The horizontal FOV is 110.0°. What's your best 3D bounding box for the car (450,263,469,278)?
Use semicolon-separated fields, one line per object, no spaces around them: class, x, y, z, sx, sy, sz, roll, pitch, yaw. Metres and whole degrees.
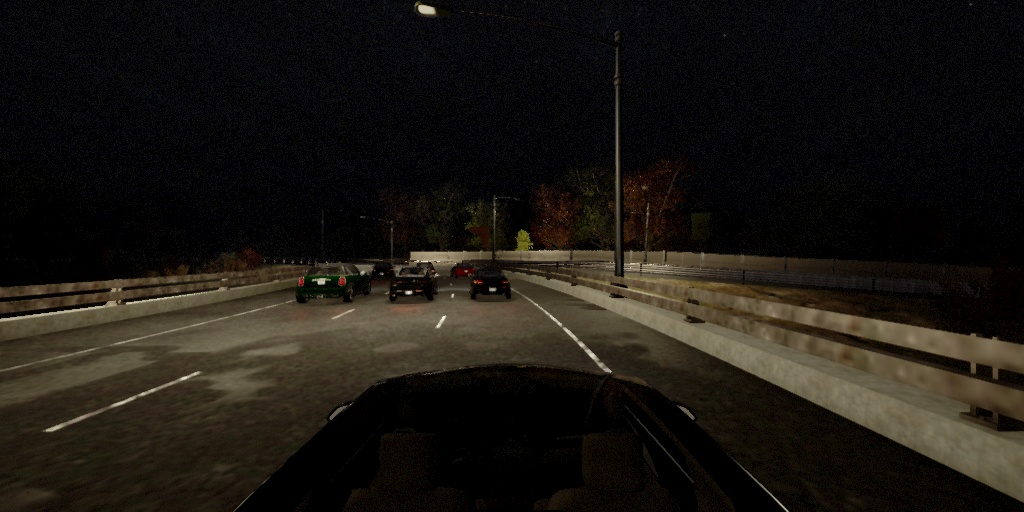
car;-4.619;1.321;33.640;1.994;1.385;4.181;0;0;-16

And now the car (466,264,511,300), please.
car;-1.167;1.281;17.780;1.812;1.442;4.674;0;0;-8

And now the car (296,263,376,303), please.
car;-8.091;1.114;16.751;2.097;1.767;4.553;0;0;-8

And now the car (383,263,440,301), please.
car;-4.631;1.264;17.280;1.837;1.490;4.892;0;0;-8

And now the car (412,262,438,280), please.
car;-7.977;1.311;32.654;2.033;1.411;5.357;0;0;-16

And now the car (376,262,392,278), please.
car;-11.335;1.281;31.669;1.812;1.442;4.674;0;0;-16
